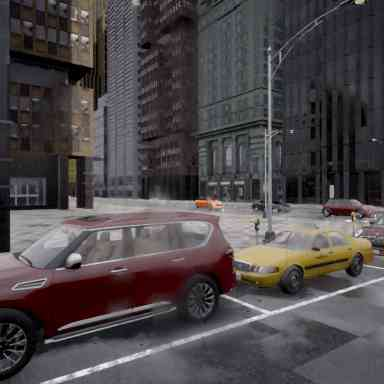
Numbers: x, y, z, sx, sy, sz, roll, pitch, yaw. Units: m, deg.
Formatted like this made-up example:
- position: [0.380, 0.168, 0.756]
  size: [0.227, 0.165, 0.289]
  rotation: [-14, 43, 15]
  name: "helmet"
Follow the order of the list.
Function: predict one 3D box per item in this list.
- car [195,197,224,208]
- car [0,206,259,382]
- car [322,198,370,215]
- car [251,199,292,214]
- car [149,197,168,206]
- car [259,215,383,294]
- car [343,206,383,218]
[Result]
- position: [2.354, 1.457, 46.047]
  size: [2.097, 1.767, 4.553]
  rotation: [0, 0, -36]
  name: "car"
- position: [-1.489, 1.315, 5.592]
  size: [5.009, 1.841, 2.192]
  rotation: [0, 0, -36]
  name: "car"
- position: [14.027, 1.398, 29.646]
  size: [2.097, 1.767, 4.553]
  rotation: [0, 0, -35]
  name: "car"
- position: [8.785, 1.577, 37.001]
  size: [1.837, 1.490, 4.892]
  rotation: [0, 0, -35]
  name: "car"
- position: [-5.869, 1.671, 57.712]
  size: [1.812, 1.442, 4.674]
  rotation: [0, 0, -35]
  name: "car"
- position: [2.934, 1.524, 8.746]
  size: [4.829, 1.417, 1.752]
  rotation: [0, 0, -36]
  name: "car"
- position: [7.632, 1.439, 12.099]
  size: [4.097, 1.590, 1.967]
  rotation: [0, 0, -36]
  name: "car"
